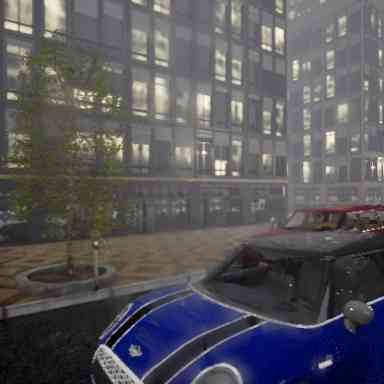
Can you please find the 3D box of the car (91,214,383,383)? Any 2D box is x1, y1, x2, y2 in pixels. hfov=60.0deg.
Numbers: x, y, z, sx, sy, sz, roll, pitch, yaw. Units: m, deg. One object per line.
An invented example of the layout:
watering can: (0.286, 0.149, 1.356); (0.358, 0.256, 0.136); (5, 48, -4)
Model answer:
car: (1.210, 1.336, 3.899); (4.553, 1.767, 2.097); (0, 0, -35)

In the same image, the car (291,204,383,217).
car: (3.603, 1.273, 8.674); (5.009, 1.841, 2.192); (0, 0, -36)
